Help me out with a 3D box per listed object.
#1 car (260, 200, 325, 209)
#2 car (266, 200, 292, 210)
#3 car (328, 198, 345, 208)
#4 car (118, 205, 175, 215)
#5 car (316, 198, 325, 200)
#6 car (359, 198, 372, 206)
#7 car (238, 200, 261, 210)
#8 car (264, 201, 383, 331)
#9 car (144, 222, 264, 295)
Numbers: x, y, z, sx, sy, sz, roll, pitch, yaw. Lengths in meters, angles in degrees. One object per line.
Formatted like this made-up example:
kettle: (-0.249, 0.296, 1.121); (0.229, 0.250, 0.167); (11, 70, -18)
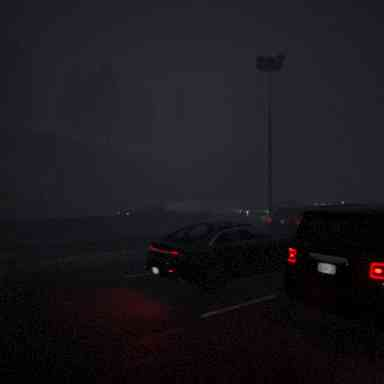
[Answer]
car: (5.974, 1.479, 17.357); (4.553, 1.767, 2.097); (0, -1, -40)
car: (12.846, 1.878, 48.899); (1.812, 1.442, 4.674); (0, 0, 42)
car: (26.137, 1.946, 60.026); (1.837, 1.490, 4.892); (0, 0, 36)
car: (-3.831, 1.789, 27.671); (4.718, 1.301, 1.895); (0, -1, -40)
car: (32.320, 2.154, 83.711); (1.895, 1.301, 4.718); (0, 0, 28)
car: (35.349, 1.982, 67.665); (1.882, 1.535, 5.008); (0, 0, 32)
car: (8.791, 1.879, 49.614); (1.812, 1.442, 4.674); (0, 0, 42)
car: (4.184, 1.275, 6.774); (5.566, 2.045, 2.150); (0, 0, -38)
car: (1.089, 1.556, 8.960); (4.902, 1.511, 2.128); (0, 0, -38)
